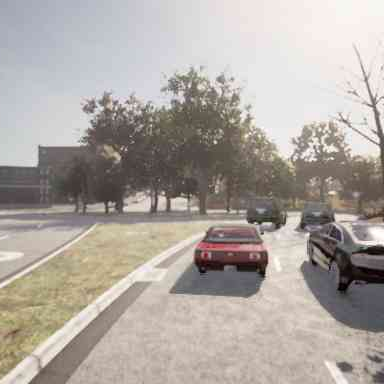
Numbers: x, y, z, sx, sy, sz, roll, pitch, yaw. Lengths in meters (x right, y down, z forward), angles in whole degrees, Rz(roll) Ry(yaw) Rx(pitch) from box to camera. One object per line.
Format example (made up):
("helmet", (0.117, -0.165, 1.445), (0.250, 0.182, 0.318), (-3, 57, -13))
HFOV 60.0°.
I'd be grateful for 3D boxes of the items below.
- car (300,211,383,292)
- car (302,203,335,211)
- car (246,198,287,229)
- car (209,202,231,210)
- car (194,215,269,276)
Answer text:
("car", (4.354, 1.503, 8.818), (2.128, 1.511, 4.902), (0, 0, 9))
("car", (8.734, 1.522, 22.989), (2.097, 1.767, 4.553), (-1, -1, 23))
("car", (5.343, 1.411, 23.448), (2.150, 2.045, 5.566), (-1, -1, 22))
("car", (5.541, 2.793, 66.644), (4.553, 1.767, 2.097), (-1, -2, 34))
("car", (1.330, 1.626, 10.442), (1.895, 1.301, 4.718), (0, 0, 10))
